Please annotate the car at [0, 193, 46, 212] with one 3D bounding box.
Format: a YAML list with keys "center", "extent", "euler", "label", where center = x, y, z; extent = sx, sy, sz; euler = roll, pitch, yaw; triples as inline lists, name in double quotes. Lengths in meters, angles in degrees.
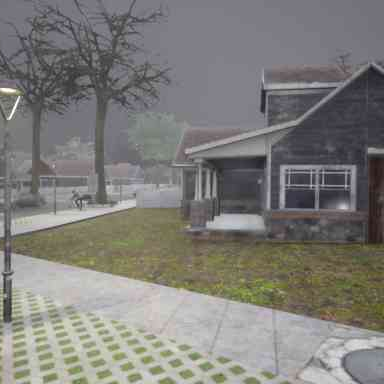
- center: [-14.618, 0.798, 28.164]
  extent: [2.033, 1.411, 5.357]
  euler: [1, 2, 10]
  label: "car"

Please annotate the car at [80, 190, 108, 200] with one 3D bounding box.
- center: [-12.171, 0.322, 41.369]
  extent: [1.994, 1.385, 4.181]
  euler: [1, 2, 11]
  label: "car"

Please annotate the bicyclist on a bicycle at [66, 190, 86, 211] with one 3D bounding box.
- center: [-9.059, 0.697, 25.922]
  extent: [1.656, 1.620, 0.582]
  euler: [1, 2, 10]
  label: "bicyclist on a bicycle"

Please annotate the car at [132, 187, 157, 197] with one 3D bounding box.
- center: [-7.454, 0.045, 51.112]
  extent: [1.895, 1.301, 4.718]
  euler: [1, 2, 11]
  label: "car"

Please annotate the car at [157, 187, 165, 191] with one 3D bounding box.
- center: [-5.708, -0.280, 60.964]
  extent: [1.895, 1.301, 4.718]
  euler: [1, 2, 10]
  label: "car"
